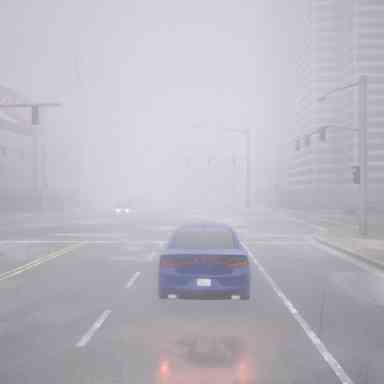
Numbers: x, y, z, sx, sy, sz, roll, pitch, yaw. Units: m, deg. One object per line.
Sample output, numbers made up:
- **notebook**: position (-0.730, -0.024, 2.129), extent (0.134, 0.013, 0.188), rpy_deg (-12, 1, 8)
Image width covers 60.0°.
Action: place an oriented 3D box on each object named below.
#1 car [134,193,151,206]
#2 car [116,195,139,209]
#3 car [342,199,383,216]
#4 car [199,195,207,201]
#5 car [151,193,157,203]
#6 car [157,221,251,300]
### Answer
- **car**: position (-8.818, 1.222, 55.560), extent (2.150, 2.045, 5.566), rpy_deg (0, 0, 2)
- **car**: position (-9.133, 1.564, 46.216), extent (1.994, 1.385, 4.181), rpy_deg (0, 0, 2)
- **car**: position (17.234, 1.505, 32.366), extent (4.892, 1.490, 1.837), rpy_deg (0, 0, 2)
- **car**: position (2.781, 1.524, 86.238), extent (1.812, 1.442, 4.674), rpy_deg (0, 0, 2)
- **car**: position (-8.301, 1.548, 68.665), extent (2.033, 1.411, 5.357), rpy_deg (0, 0, 2)
- **car**: position (0.310, 1.478, 8.462), extent (1.882, 1.535, 5.008), rpy_deg (0, 0, 2)
